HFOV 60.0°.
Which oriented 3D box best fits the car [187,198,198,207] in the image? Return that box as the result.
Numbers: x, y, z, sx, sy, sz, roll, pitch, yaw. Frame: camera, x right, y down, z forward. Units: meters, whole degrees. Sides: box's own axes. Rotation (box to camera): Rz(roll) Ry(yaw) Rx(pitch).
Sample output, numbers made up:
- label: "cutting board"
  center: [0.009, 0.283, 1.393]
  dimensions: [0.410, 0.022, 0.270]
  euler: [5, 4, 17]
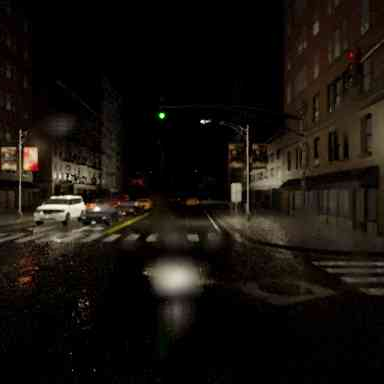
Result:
- label: "car"
  center: [0.049, 1.718, 58.109]
  dimensions: [1.882, 1.535, 5.008]
  euler: [0, 0, 1]

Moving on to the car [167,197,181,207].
- label: "car"
  center: [-3.145, 1.707, 55.398]
  dimensions: [1.882, 1.535, 5.008]
  euler: [0, -1, 0]

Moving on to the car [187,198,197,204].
- label: "car"
  center: [0.008, 1.888, 71.184]
  dimensions: [1.895, 1.301, 4.718]
  euler: [0, 0, 0]

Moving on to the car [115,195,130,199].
- label: "car"
  center: [-9.745, 1.410, 45.264]
  dimensions: [2.150, 2.045, 5.566]
  euler: [0, 0, 0]

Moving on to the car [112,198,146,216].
- label: "car"
  center: [-6.555, 1.695, 34.954]
  dimensions: [2.033, 1.411, 5.357]
  euler: [0, 0, 0]

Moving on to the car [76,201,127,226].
- label: "car"
  center: [-6.592, 1.654, 24.880]
  dimensions: [2.033, 1.411, 5.357]
  euler: [0, 0, 0]

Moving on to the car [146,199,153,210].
- label: "car"
  center: [-6.495, 1.667, 45.330]
  dimensions: [1.882, 1.535, 5.008]
  euler: [0, 0, 0]

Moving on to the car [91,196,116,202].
- label: "car"
  center: [-9.805, 1.499, 34.862]
  dimensions: [2.097, 1.767, 4.553]
  euler: [0, 0, 0]

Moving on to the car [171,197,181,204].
- label: "car"
  center: [-3.243, 1.811, 69.568]
  dimensions: [1.812, 1.442, 4.674]
  euler: [0, 0, 0]

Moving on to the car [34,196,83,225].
- label: "car"
  center: [-9.849, 1.330, 25.301]
  dimensions: [2.150, 2.045, 5.566]
  euler: [0, 0, -1]
